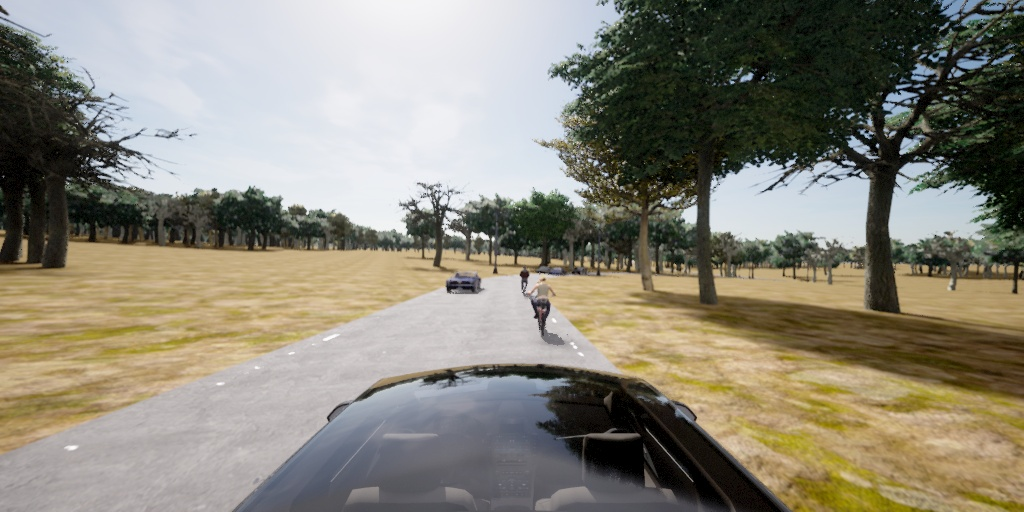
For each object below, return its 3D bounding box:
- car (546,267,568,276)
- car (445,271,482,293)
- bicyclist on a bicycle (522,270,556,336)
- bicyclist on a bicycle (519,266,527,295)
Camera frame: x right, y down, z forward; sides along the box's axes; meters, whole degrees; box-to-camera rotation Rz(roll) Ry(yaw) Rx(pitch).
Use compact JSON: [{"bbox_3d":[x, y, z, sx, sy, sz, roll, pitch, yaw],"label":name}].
[{"bbox_3d":[8.259,2.708,62.682,2.033,1.411,5.357,1,-1,24],"label":"car"},{"bbox_3d":[-3.158,1.712,24.023,1.895,1.301,4.718,1,-1,1],"label":"car"},{"bbox_3d":[0.820,1.303,9.934,0.866,1.612,1.509,2,-1,-1],"label":"bicyclist on a bicycle"},{"bbox_3d":[0.730,1.459,21.216,0.659,1.776,1.843,2,-1,0],"label":"bicyclist on a bicycle"}]
